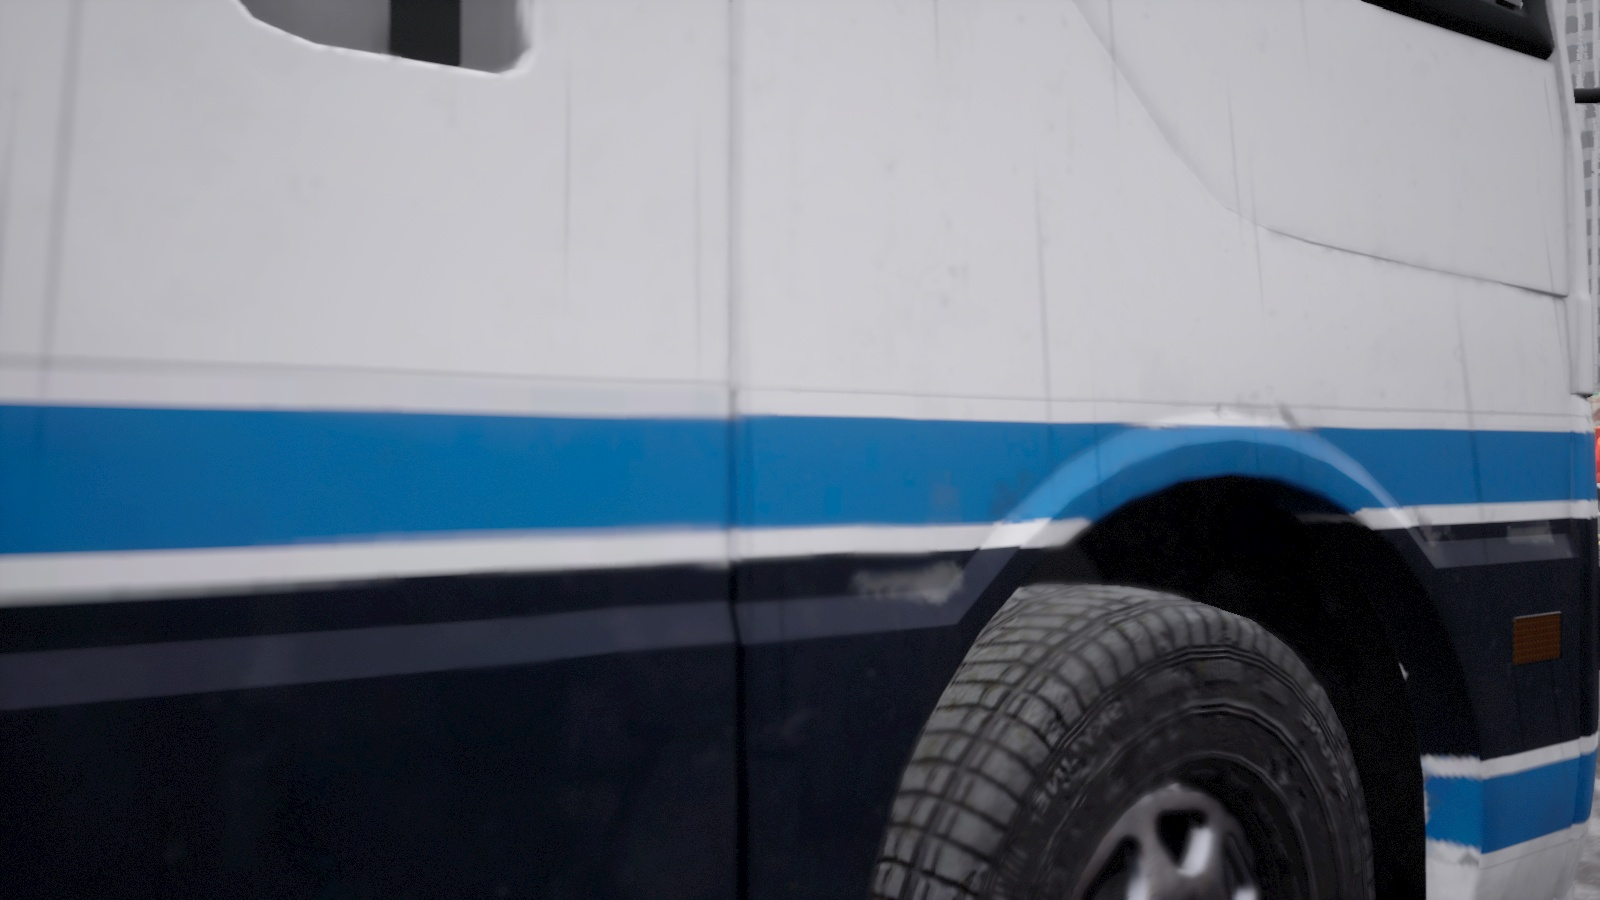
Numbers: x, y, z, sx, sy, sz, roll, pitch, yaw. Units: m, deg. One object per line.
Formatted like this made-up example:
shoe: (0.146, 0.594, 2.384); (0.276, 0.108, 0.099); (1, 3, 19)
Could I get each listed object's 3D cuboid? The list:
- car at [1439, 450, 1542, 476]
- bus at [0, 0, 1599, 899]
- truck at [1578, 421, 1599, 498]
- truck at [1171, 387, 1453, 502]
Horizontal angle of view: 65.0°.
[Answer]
car: (43.300, 0.817, 78.866); (1.801, 1.575, 5.366); (0, 0, -41)
bus: (-2.749, -0.619, 1.676); (10.273, 4.253, 3.944); (0, 0, -32)
truck: (28.055, 0.321, 42.172); (2.627, 2.467, 5.204); (0, -1, 39)
truck: (16.139, -0.154, 40.189); (7.936, 3.462, 2.891); (0, 0, 12)
